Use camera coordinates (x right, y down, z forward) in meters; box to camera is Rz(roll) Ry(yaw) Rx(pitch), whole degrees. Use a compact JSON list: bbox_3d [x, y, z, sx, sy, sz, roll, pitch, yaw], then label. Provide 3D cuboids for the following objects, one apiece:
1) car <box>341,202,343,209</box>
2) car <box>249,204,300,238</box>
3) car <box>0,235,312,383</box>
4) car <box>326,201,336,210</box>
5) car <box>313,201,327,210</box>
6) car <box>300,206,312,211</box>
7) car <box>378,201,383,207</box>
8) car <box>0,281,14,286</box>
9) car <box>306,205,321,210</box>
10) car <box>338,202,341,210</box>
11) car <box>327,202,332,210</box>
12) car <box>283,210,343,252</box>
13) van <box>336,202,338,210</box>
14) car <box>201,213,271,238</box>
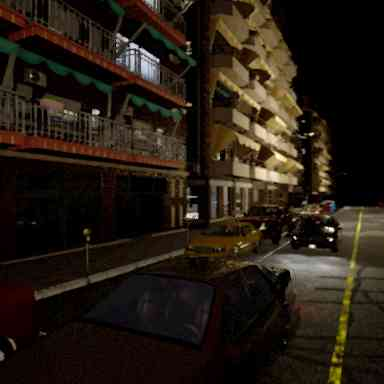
[{"bbox_3d":[24.345,2.523,56.862,1.802,1.307,4.206,-1,-1,27],"label":"car"},{"bbox_3d":[4.019,1.595,17.609,2.192,1.841,5.009,-1,-1,27],"label":"car"},{"bbox_3d":[0.003,1.615,4.191,2.033,1.411,5.357,0,-1,28],"label":"car"},{"bbox_3d":[16.723,2.233,42.141,1.887,1.381,4.507,-1,-1,27],"label":"car"},{"bbox_3d":[11.642,1.963,32.327,1.967,1.590,4.097,-1,-1,27],"label":"car"},{"bbox_3d":[6.561,1.911,22.512,2.008,1.369,4.403,-1,-1,27],"label":"car"},{"bbox_3d":[44.491,2.868,77.547,1.887,1.381,4.507,-1,-1,27],"label":"car"},{"bbox_3d":[-3.602,1.588,2.882,1.887,1.381,4.507,-1,-1,27],"label":"car"},{"bbox_3d":[9.102,1.992,27.419,2.008,1.369,4.403,-1,-1,27],"label":"car"},{"bbox_3d":[21.804,2.439,51.955,1.802,1.307,4.206,-1,-1,27],"label":"car"},{"bbox_3d":[14.183,2.171,37.233,1.947,1.339,4.313,-1,-1,27],"label":"car"},{"bbox_3d":[5.974,1.797,15.514,2.033,1.411,5.357,0,-1,27],"label":"car"},{"bbox_3d":[19.263,2.113,47.053,1.690,1.788,3.998,-1,-1,27],"label":"van"},{"bbox_3d":[1.401,1.724,12.547,1.752,1.417,4.829,-1,-1,27],"label":"car"}]
